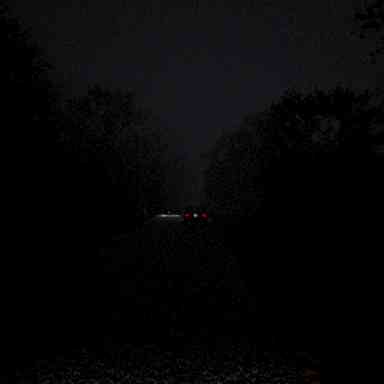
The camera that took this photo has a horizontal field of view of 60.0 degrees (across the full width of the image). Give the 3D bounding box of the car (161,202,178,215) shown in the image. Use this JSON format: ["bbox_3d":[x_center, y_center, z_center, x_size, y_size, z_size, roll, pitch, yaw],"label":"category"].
[{"bbox_3d":[-2.541,1.952,40.042,2.033,1.411,5.357,0,-1,1],"label":"car"}]

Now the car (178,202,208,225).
[{"bbox_3d":[0.268,1.717,25.690,2.033,1.411,5.357,0,-1,0],"label":"car"}]

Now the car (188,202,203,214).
[{"bbox_3d":[0.424,1.993,43.005,1.812,1.442,4.674,0,-1,0],"label":"car"}]
